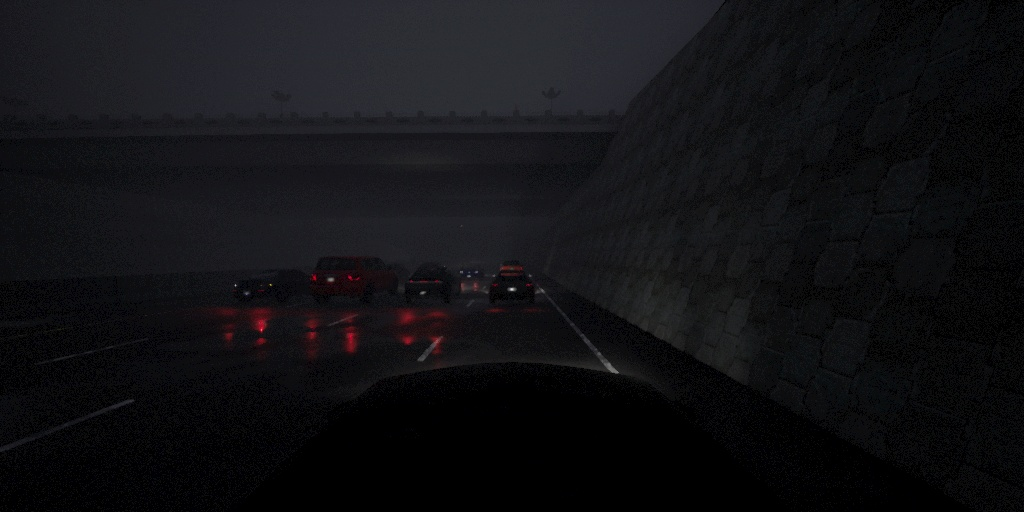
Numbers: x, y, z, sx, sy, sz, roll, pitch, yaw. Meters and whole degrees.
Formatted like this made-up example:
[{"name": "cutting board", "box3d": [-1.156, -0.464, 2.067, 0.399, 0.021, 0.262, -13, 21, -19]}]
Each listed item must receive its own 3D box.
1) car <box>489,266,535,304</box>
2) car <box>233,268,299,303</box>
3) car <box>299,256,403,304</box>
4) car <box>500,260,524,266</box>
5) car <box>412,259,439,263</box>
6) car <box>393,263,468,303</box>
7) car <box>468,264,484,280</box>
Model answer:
[{"name": "car", "box3d": [0.000, 1.320, 16.500, 1.994, 1.385, 4.181, 0, 0, 0]}, {"name": "car", "box3d": [-10.500, 1.280, 16.500, 1.812, 1.442, 4.674, 0, 0, 0]}, {"name": "car", "box3d": [-7.000, 1.005, 16.530, 2.150, 2.045, 5.566, 0, 0, 0]}, {"name": "car", "box3d": [0.000, 1.114, 31.470, 2.097, 1.767, 4.553, 0, 0, 0]}, {"name": "car", "box3d": [-7.000, 1.232, 31.500, 1.882, 1.535, 5.008, 0, 0, 0]}, {"name": "car", "box3d": [-3.500, 1.242, 16.500, 2.128, 1.511, 4.902, 0, 0, 0]}, {"name": "car", "box3d": [-3.500, 1.364, 31.530, 1.895, 1.301, 4.718, 0, 0, 0]}]
